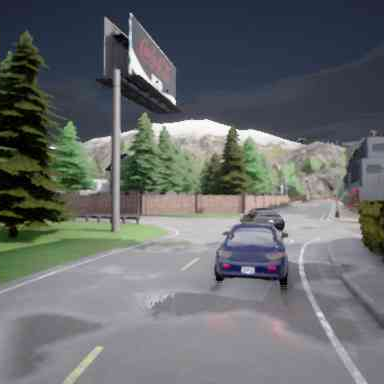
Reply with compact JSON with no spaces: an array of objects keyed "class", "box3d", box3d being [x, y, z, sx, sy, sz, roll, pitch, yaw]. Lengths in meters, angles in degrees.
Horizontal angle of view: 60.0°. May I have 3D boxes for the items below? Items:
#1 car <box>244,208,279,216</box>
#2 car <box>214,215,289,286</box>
[{"class":"car","box3d":[4.709,1.809,22.805,1.994,1.385,4.181,0,0,-7]},{"class":"car","box3d":[1.830,1.644,9.819,1.812,1.442,4.674,0,-1,14]}]
